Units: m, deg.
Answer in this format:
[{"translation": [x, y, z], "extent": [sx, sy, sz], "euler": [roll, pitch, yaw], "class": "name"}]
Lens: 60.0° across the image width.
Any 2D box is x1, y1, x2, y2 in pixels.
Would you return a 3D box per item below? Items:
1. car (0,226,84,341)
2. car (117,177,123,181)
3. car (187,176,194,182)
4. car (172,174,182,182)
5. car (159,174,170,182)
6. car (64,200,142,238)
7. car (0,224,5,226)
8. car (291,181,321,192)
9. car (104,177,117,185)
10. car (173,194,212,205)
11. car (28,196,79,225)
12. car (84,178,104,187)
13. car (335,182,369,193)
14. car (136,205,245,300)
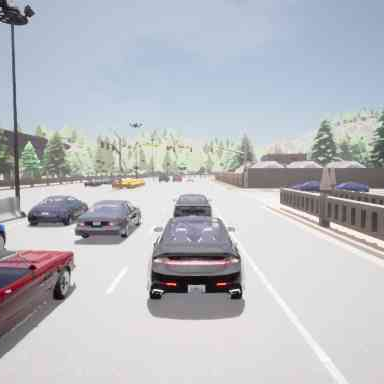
[{"translation": [-3.420, 1.528, 5.092], "extent": [1.895, 1.301, 4.718], "euler": [0, 1, 0], "class": "car"}, {"translation": [-17.894, -2.878, 80.067], "extent": [1.812, 1.442, 4.674], "euler": [0, 3, 0], "class": "car"}, {"translation": [-0.443, -3.452, 89.659], "extent": [1.812, 1.442, 4.674], "euler": [0, 3, 0], "class": "car"}, {"translation": [-3.930, -3.606, 86.986], "extent": [2.150, 2.045, 5.566], "euler": [0, 3, 0], "class": "car"}, {"translation": [-7.430, -3.605, 86.968], "extent": [2.150, 2.045, 5.566], "euler": [0, 3, 0], "class": "car"}, {"translation": [-3.464, 1.051, 14.607], "extent": [2.033, 1.411, 5.357], "euler": [0, 3, 0], "class": "car"}, {"translation": [-6.936, 1.283, 8.813], "extent": [1.882, 1.535, 5.008], "euler": [0, 2, 0], "class": "car"}, {"translation": [15.005, -0.614, 42.217], "extent": [4.674, 1.442, 1.812], "euler": [0, 3, 2], "class": "car"}, {"translation": [-17.842, -2.246, 69.763], "extent": [2.033, 1.411, 5.357], "euler": [0, 3, 0], "class": "car"}, {"translation": [0.026, 0.817, 17.445], "extent": [1.882, 1.535, 5.008], "euler": [0, 3, -1], "class": "car"}, {"translation": [-6.978, 0.880, 17.785], "extent": [1.994, 1.385, 4.181], "euler": [0, 3, 0], "class": "car"}, {"translation": [-17.855, -1.590, 59.818], "extent": [1.895, 1.301, 4.718], "euler": [0, 3, 0], "class": "car"}, {"translation": [18.041, -0.399, 38.623], "extent": [4.674, 1.442, 1.812], "euler": [0, 3, 2], "class": "car"}, {"translation": [0.068, 1.328, 8.024], "extent": [2.128, 1.511, 4.902], "euler": [0, 2, 0], "class": "car"}]
